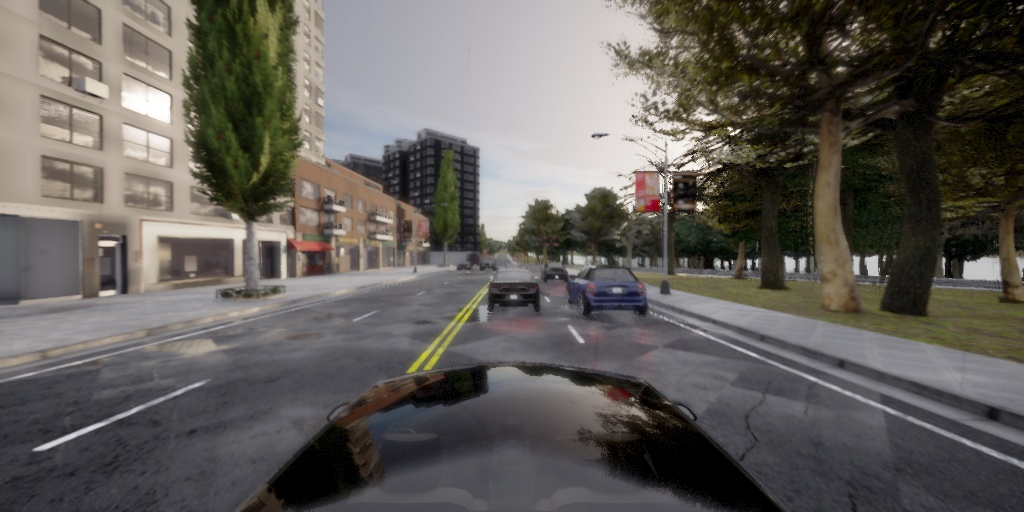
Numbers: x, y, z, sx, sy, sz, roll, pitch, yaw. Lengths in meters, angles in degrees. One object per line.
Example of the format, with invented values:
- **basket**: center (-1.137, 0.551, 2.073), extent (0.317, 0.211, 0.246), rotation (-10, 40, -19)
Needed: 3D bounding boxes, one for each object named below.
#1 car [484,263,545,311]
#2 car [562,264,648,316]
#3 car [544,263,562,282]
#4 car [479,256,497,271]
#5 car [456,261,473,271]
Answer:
- **car**: center (0.079, 1.224, 14.493), extent (1.882, 1.535, 5.008), rotation (0, 0, 0)
- **car**: center (3.322, 1.097, 13.387), extent (2.097, 1.767, 4.553), rotation (0, 0, 0)
- **car**: center (3.326, 1.275, 28.806), extent (1.837, 1.490, 4.892), rotation (0, 0, 0)
- **car**: center (-3.327, 1.065, 50.391), extent (2.150, 2.045, 5.566), rotation (0, 0, 0)
- **car**: center (-6.575, 1.394, 50.617), extent (2.033, 1.411, 5.357), rotation (0, 0, 0)
